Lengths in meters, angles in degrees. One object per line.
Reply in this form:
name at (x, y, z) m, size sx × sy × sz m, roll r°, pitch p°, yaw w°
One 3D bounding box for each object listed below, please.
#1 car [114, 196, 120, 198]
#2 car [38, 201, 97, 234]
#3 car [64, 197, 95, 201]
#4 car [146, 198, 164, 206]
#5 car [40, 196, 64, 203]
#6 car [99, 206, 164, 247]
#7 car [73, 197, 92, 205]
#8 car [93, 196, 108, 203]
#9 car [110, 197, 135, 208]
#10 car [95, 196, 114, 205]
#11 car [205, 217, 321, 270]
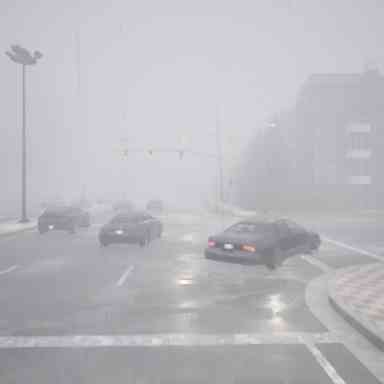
car at (-16.261, 1.585, 72.024) m, size 1.812 × 1.442 × 4.674 m, roll 0°, pitch 0°, yaw 0°
car at (-7.248, 1.524, 19.350) m, size 1.837 × 1.490 × 4.892 m, roll 0°, pitch 0°, yaw -2°
car at (-16.293, 1.538, 48.556) m, size 2.128 × 1.511 × 4.902 m, roll 0°, pitch 0°, yaw 0°
car at (-4.528, 1.530, 41.007) m, size 2.128 × 1.511 × 4.902 m, roll 0°, pitch 0°, yaw -1°
car at (-19.782, 1.398, 47.326) m, size 2.097 × 1.767 × 4.553 m, roll 0°, pitch 0°, yaw 0°
car at (-2.655, 1.579, 15.297) m, size 1.994 × 1.385 × 4.181 m, roll 0°, pitch 0°, yaw 7°
car at (-19.779, 1.584, 60.311) m, size 1.812 × 1.442 × 4.674 m, roll 0°, pitch 0°, yaw 0°
car at (-19.761, 1.566, 71.816) m, size 1.837 × 1.490 × 4.892 m, roll 0°, pitch 0°, yaw 0°
car at (-8.002, 1.638, 39.473) m, size 1.895 × 1.301 × 4.718 m, roll 0°, pitch 0°, yaw -1°
car at (-16.278, 1.623, 60.999) m, size 1.994 × 1.385 × 4.181 m, roll 0°, pitch 0°, yaw 0°
car at (2.607, 1.558, 11.185) m, size 2.033 × 1.411 × 5.357 m, roll 0°, pitch 0°, yaw 39°
